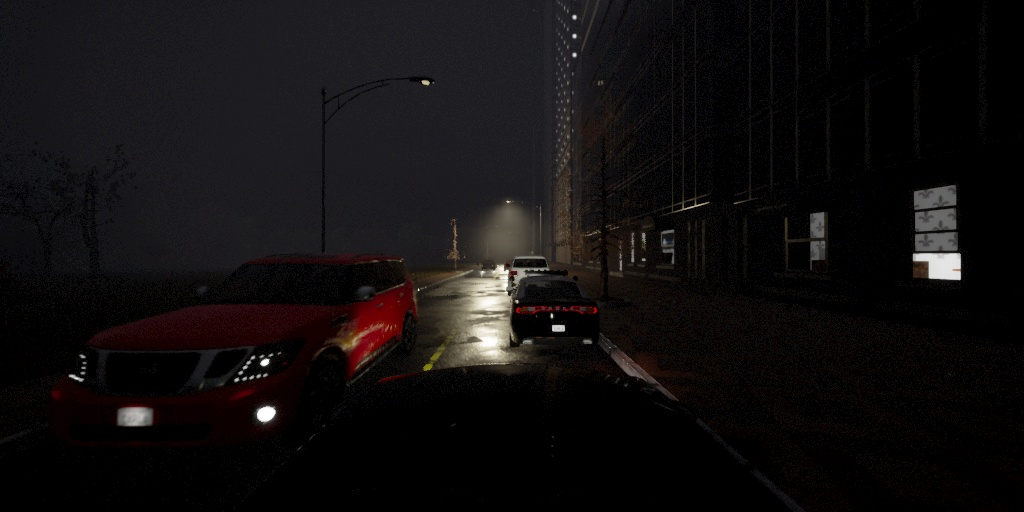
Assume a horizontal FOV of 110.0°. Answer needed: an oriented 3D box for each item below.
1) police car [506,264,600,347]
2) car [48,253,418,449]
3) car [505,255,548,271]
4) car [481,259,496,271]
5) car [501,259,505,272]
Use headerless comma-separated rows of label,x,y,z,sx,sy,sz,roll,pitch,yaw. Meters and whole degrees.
police car,0.881,1.175,9.430,1.930,1.638,5.238,0,0,0
car,-3.111,0.971,5.716,2.150,2.045,5.566,0,0,0
car,0.857,0.975,19.351,2.150,2.045,5.566,0,0,0
car,-3.212,1.225,49.609,1.882,1.535,5.008,0,0,0
car,-0.085,1.226,47.546,1.882,1.535,5.008,0,0,0
